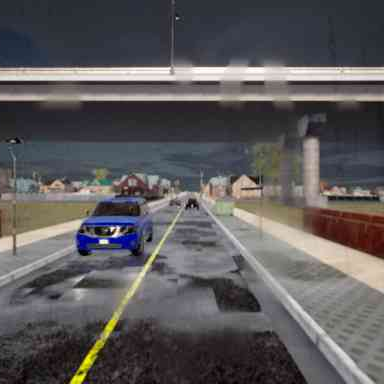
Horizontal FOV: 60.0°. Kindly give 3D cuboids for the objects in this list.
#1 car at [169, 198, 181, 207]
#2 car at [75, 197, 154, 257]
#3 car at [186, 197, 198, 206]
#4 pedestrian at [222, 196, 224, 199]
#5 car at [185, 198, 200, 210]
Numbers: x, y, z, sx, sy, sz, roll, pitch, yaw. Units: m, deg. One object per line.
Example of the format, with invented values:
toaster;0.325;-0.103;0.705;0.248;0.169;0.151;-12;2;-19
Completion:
car;-2.809;1.683;55.754;2.033;1.411;5.357;0;0;1
car;-2.853;1.262;13.532;2.150;2.045;5.566;0;0;0
car;-0.011;1.688;58.900;2.033;1.411;5.357;0;0;0
pedestrian;3.003;1.228;32.623;0.375;1.860;0.375;1;-1;0
car;0.053;1.640;45.340;1.812;1.442;4.674;0;0;0
